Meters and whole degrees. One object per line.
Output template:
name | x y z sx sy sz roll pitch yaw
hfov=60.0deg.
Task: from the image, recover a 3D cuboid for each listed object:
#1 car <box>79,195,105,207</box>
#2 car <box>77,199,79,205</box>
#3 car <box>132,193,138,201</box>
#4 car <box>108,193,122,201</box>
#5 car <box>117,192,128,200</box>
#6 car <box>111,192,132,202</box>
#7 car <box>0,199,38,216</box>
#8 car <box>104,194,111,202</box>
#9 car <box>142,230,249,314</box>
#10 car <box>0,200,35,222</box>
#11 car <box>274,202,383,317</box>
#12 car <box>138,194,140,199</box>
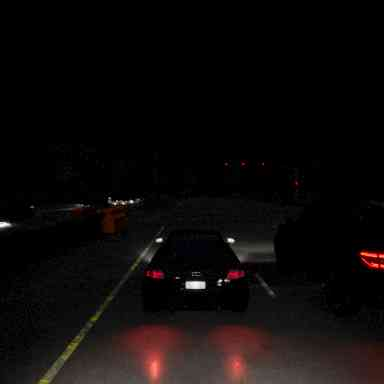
car | -14.311 1.459 48.232 1.895 1.301 4.718 0 0 0
car | -17.840 1.370 56.409 2.033 1.411 5.357 0 0 0
car | -14.378 1.325 77.204 1.895 1.301 4.718 0 0 0
car | -17.882 1.084 77.453 2.097 1.767 4.553 0 0 0
car | -18.369 0.906 88.117 2.150 2.045 5.566 0 0 -7
car | -14.326 0.995 67.592 2.150 2.045 5.566 0 0 0
car | -17.730 1.473 33.433 2.033 1.411 5.357 0 0 0
car | -17.827 1.269 68.300 1.837 1.490 4.892 0 0 0
car | 0.069 1.563 7.698 1.994 1.385 4.181 0 0 0
car | -14.188 1.521 26.006 1.994 1.385 4.181 0 0 0
car | 3.591 1.221 7.627 2.150 2.045 5.566 0 0 -2
car | -14.738 1.187 86.795 1.837 1.490 4.892 0 0 -3
